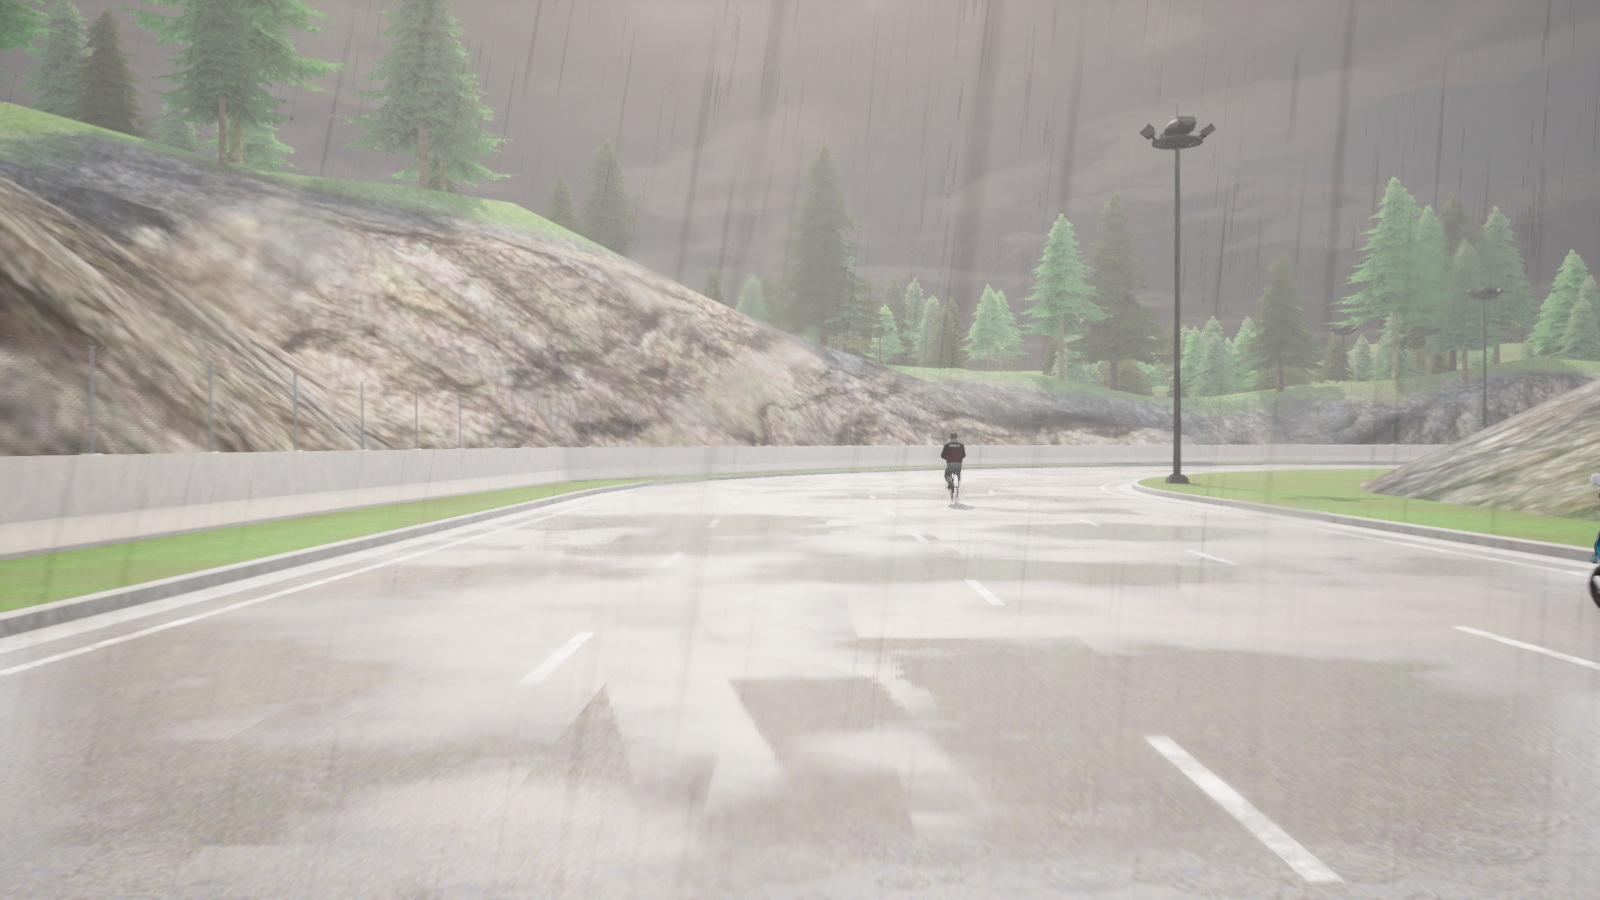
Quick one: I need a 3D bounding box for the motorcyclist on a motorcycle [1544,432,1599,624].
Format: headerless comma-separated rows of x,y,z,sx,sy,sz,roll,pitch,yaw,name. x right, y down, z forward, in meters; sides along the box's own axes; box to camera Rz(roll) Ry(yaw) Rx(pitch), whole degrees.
7.075,0.648,10.308,0.866,1.590,1.817,0,0,0,motorcyclist on a motorcycle

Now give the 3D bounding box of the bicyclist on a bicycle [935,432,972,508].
3.691,0.450,30.322,0.659,1.776,1.843,0,1,0,bicyclist on a bicycle
